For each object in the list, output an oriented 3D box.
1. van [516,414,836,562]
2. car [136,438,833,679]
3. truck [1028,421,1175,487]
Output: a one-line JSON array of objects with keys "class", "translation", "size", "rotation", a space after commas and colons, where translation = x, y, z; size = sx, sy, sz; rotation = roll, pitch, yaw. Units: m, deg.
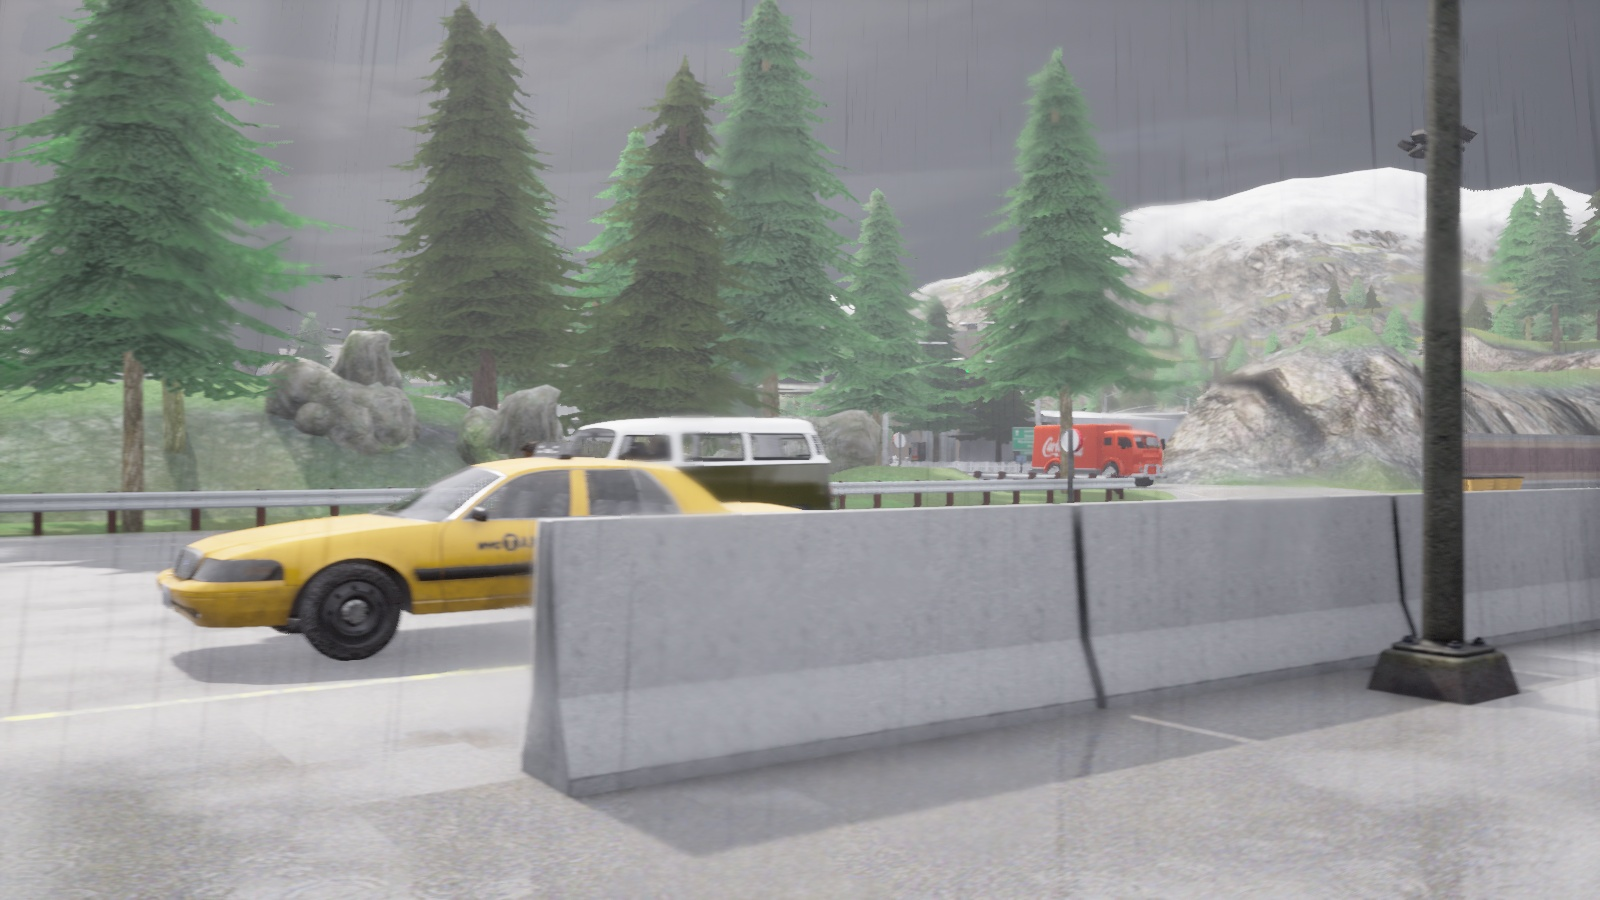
[{"class": "van", "translation": [-1.865, 0.517, 19.420], "size": [4.480, 2.038, 2.069], "rotation": [0, 0, -35]}, {"class": "car", "translation": [-2.420, 0.715, 10.503], "size": [5.366, 1.575, 1.801], "rotation": [0, 0, -35]}, {"class": "truck", "translation": [11.815, 0.159, 49.507], "size": [2.627, 2.467, 5.204], "rotation": [0, 0, -35]}]
